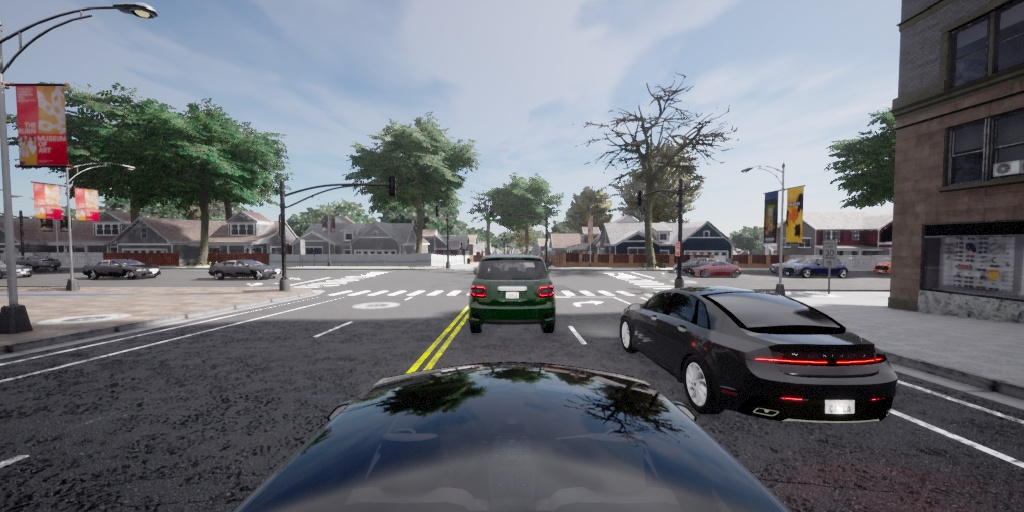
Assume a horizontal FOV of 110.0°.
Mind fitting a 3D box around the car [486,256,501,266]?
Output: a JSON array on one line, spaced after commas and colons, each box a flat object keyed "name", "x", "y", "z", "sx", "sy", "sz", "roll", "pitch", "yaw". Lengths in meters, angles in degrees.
[{"name": "car", "x": -2.849, "y": 0.785, "z": 56.047, "sx": 2.128, "sy": 1.511, "sz": 4.902, "roll": 0, "pitch": 0, "yaw": 1}]

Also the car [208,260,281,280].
[{"name": "car", "x": -20.527, "y": 1.034, "z": 27.671, "sx": 4.902, "sy": 1.511, "sz": 2.128, "roll": 0, "pitch": 2, "yaw": -2}]

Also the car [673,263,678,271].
[{"name": "car", "x": 17.953, "y": 0.916, "z": 34.167, "sx": 4.902, "sy": 1.511, "sz": 2.128, "roll": 0, "pitch": 2, "yaw": 1}]

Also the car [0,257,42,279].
[{"name": "car", "x": -40.246, "y": 1.017, "z": 27.813, "sx": 4.674, "sy": 1.442, "sz": 1.812, "roll": 0, "pitch": 2, "yaw": 0}]

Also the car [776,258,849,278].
[{"name": "car", "x": 25.999, "y": 0.941, "z": 30.871, "sx": 4.553, "sy": 1.767, "sz": 2.097, "roll": 0, "pitch": 2, "yaw": 0}]

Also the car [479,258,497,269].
[{"name": "car", "x": -3.007, "y": 0.939, "z": 46.118, "sx": 1.895, "sy": 1.301, "sz": 4.718, "roll": 0, "pitch": 0, "yaw": 1}]

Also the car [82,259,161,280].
[{"name": "car", "x": -30.086, "y": 1.007, "z": 27.732, "sx": 4.902, "sy": 1.511, "sz": 2.128, "roll": 0, "pitch": 2, "yaw": 0}]

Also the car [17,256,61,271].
[{"name": "car", "x": -46.611, "y": 0.711, "z": 34.512, "sx": 4.902, "sy": 1.511, "sz": 2.128, "roll": 0, "pitch": 2, "yaw": 1}]

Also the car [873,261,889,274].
[{"name": "car", "x": 37.314, "y": 0.881, "z": 34.048, "sx": 4.553, "sy": 1.767, "sz": 2.097, "roll": 0, "pitch": 2, "yaw": 1}]

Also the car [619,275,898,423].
[{"name": "car", "x": 3.261, "y": 1.251, "z": 5.981, "sx": 1.837, "sy": 1.490, "sz": 4.892, "roll": 0, "pitch": 0, "yaw": 0}]

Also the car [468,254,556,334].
[{"name": "car", "x": -0.008, "y": 0.968, "z": 10.757, "sx": 2.150, "sy": 2.045, "sz": 5.566, "roll": 0, "pitch": 0, "yaw": 0}]

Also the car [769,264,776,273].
[{"name": "car", "x": 27.154, "y": 0.994, "z": 34.122, "sx": 4.674, "sy": 1.442, "sz": 1.812, "roll": 0, "pitch": 2, "yaw": 0}]

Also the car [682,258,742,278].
[{"name": "car", "x": 17.339, "y": 1.111, "z": 30.923, "sx": 4.181, "sy": 1.385, "sz": 1.994, "roll": 0, "pitch": 2, "yaw": 0}]

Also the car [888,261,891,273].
[{"name": "car", "x": 36.198, "y": 1.139, "z": 30.817, "sx": 4.902, "sy": 1.511, "sz": 2.128, "roll": 0, "pitch": 2, "yaw": 0}]
